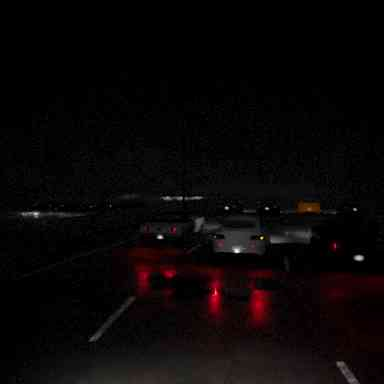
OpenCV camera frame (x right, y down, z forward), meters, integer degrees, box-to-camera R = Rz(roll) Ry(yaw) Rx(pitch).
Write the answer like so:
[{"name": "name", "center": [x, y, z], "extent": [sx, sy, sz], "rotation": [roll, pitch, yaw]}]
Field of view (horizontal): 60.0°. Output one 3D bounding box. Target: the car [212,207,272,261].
[{"name": "car", "center": [1.906, 1.526, 12.318], "extent": [1.812, 1.442, 4.674], "rotation": [0, 0, 14]}]

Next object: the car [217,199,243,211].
[{"name": "car", "center": [3.655, 1.384, 31.502], "extent": [1.994, 1.385, 4.181], "rotation": [0, 1, 16]}]

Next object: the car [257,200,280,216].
[{"name": "car", "center": [7.014, 1.382, 30.516], "extent": [1.994, 1.385, 4.181], "rotation": [0, 1, 16]}]

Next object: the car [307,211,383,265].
[{"name": "car", "center": [5.351, 1.598, 11.748], "extent": [1.895, 1.301, 4.718], "rotation": [0, 0, 14]}]

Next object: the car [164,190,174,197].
[{"name": "car", "center": [-5.036, 0.351, 77.344], "extent": [2.128, 1.511, 4.902], "rotation": [0, 2, 16]}]

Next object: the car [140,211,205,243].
[{"name": "car", "center": [-0.744, 1.586, 16.081], "extent": [1.895, 1.301, 4.718], "rotation": [0, 0, 15]}]

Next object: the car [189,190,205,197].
[{"name": "car", "center": [1.688, 0.347, 75.397], "extent": [2.128, 1.511, 4.902], "rotation": [0, 2, 16]}]

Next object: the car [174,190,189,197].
[{"name": "car", "center": [-1.674, 0.349, 76.370], "extent": [2.128, 1.511, 4.902], "rotation": [0, 2, 16]}]

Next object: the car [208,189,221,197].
[{"name": "car", "center": [5.056, 0.174, 74.447], "extent": [2.097, 1.767, 4.553], "rotation": [0, 2, 16]}]

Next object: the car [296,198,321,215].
[{"name": "car", "center": [10.762, 1.273, 30.876], "extent": [1.882, 1.535, 5.008], "rotation": [0, 1, 16]}]

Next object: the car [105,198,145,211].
[{"name": "car", "center": [-6.661, 1.430, 34.330], "extent": [1.895, 1.301, 4.718], "rotation": [0, 1, 16]}]

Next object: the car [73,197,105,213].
[{"name": "car", "center": [-9.996, 1.307, 35.393], "extent": [1.882, 1.535, 5.008], "rotation": [0, 1, 16]}]

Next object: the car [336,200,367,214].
[{"name": "car", "center": [13.896, 1.370, 29.119], "extent": [1.994, 1.385, 4.181], "rotation": [0, 1, 16]}]

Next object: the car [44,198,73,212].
[{"name": "car", "center": [-13.382, 1.434, 36.287], "extent": [1.895, 1.301, 4.718], "rotation": [0, 1, 16]}]

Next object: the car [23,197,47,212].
[{"name": "car", "center": [-16.712, 1.360, 37.367], "extent": [1.812, 1.442, 4.674], "rotation": [0, 1, 16]}]
